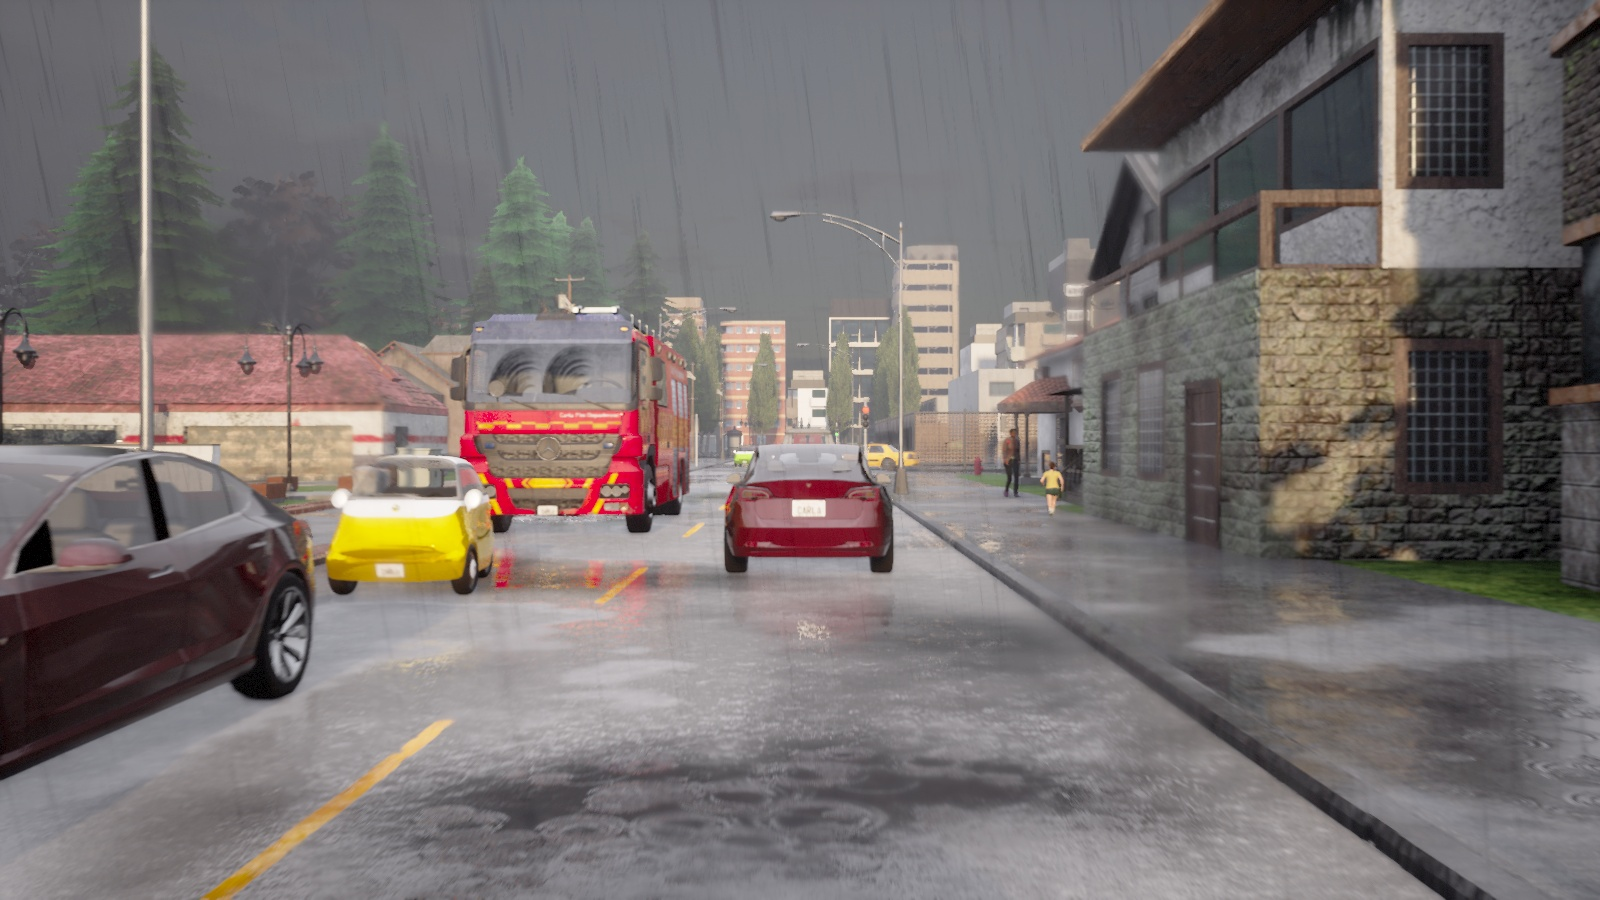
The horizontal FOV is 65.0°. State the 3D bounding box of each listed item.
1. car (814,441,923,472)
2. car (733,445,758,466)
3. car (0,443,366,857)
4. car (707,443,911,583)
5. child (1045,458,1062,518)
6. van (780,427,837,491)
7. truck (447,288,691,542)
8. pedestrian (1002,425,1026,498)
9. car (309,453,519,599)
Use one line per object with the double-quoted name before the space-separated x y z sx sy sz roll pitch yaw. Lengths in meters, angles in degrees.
"car" 3.576 0.321 65.154 5.366 1.575 1.801 0 0 17
"car" -3.520 0.342 80.969 1.481 1.376 2.207 0 0 0
"car" -3.954 0.710 5.910 2.163 1.488 4.792 0 0 0
"car" 0.108 0.658 15.756 2.163 1.488 4.792 0 0 0
"child" 4.772 0.707 23.636 0.255 1.110 0.394 0 0 0
"van" 0.267 0.265 41.529 1.775 1.987 4.442 0 0 0
"truck" -3.848 -0.552 23.163 2.891 3.827 8.468 0 0 0
"pedestrian" 5.382 0.283 31.549 0.328 1.805 0.869 0 0 -9
"car" -3.908 0.725 13.010 1.481 1.376 2.207 0 0 0
